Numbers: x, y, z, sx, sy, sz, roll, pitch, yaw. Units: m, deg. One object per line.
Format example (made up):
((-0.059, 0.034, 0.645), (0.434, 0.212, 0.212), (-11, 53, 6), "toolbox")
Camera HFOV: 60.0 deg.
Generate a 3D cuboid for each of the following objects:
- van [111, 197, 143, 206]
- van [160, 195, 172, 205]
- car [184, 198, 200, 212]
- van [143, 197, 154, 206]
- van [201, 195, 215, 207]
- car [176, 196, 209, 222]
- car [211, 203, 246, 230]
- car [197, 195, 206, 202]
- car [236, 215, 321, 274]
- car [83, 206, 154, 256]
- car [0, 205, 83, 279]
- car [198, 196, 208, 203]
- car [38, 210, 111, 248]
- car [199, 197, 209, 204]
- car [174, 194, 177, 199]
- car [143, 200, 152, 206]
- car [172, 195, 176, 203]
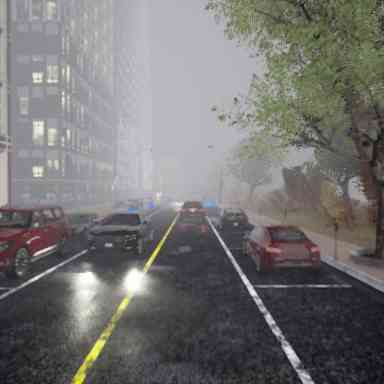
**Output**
((-5.332, 1.439, 26.960), (1.690, 1.788, 3.998), (-1, 0, 0), "van")
((-5.346, 1.574, 65.795), (1.690, 1.788, 3.998), (-1, 0, 0), "van")
((0.039, 1.625, 42.108), (1.882, 1.535, 5.008), (0, 0, 0), "car")
((-5.336, 1.478, 38.055), (1.690, 1.788, 3.998), (-1, 0, 0), "van")
((2.540, 1.512, 49.267), (1.690, 1.788, 3.998), (-1, 0, 0), "van")
((0.055, 1.450, 27.683), (2.097, 1.767, 4.553), (0, 0, 0), "car")
((2.554, 1.624, 21.561), (2.008, 1.369, 4.403), (-1, 0, 0), "car")
((2.525, 1.619, 88.056), (2.192, 1.841, 5.009), (-1, 0, 0), "car")
((2.651, 1.617, 10.479), (1.802, 1.307, 4.206), (-1, 0, 0), "car")
((-2.767, 1.527, 13.639), (1.882, 1.535, 5.008), (0, -1, 0), "car")
((-5.420, 1.355, 10.318), (2.192, 1.841, 5.009), (-1, 0, 0), "car")
((2.531, 1.706, 76.974), (1.967, 1.590, 4.097), (-1, 0, 0), "car")
((-5.373, 1.625, 15.864), (1.947, 1.339, 4.313), (-1, 0, 0), "car")
((2.535, 1.813, 71.432), (1.947, 1.339, 4.313), (-1, 0, 0), "car")
((-5.357, 1.644, 93.532), (2.192, 1.841, 5.009), (-1, 0, 0), "car")
((-5.331, 1.699, 32.506), (1.802, 1.307, 4.206), (-1, 0, 0), "car")
((-5.348, 1.816, 76.890), (1.887, 1.381, 4.507), (-1, 0, 0), "car")
